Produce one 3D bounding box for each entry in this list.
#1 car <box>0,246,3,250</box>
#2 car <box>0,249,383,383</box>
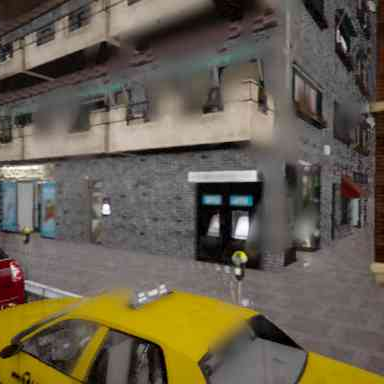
[{"bbox_3d":[-4.968,1.440,6.249,4.097,1.590,1.967,0,1,35],"label":"car"},{"bbox_3d":[-0.587,1.525,3.128,4.829,1.417,1.752,0,1,35],"label":"car"}]
